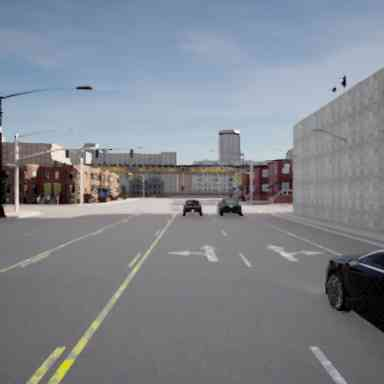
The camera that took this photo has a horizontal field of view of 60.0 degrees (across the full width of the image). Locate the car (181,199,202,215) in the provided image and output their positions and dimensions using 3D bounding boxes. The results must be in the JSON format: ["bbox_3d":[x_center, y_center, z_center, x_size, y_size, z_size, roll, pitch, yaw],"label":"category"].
[{"bbox_3d":[0.005,1.500,33.245,1.837,1.490,4.892,0,0,-2],"label":"car"}]

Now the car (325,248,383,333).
[{"bbox_3d":[3.600,1.491,4.805,2.128,1.511,4.902,0,0,0],"label":"car"}]

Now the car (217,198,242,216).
[{"bbox_3d":[3.614,1.348,32.694,2.097,1.767,4.553,0,0,0],"label":"car"}]
